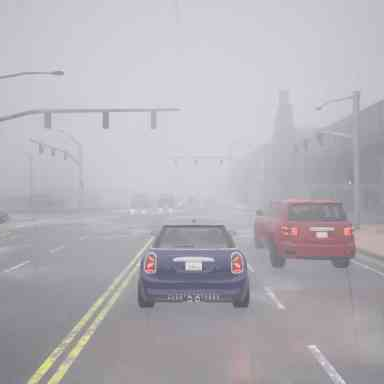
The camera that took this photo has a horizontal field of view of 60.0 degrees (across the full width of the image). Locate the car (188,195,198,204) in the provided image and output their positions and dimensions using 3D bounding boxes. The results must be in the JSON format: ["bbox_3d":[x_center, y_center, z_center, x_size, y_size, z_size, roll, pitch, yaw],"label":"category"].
[{"bbox_3d":[0.211,1.505,64.501,1.837,1.490,4.892,0,0,1],"label":"car"}]

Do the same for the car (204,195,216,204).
[{"bbox_3d":[3.724,1.525,65.579,1.812,1.442,4.674,0,0,1],"label":"car"}]

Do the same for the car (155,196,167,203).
[{"bbox_3d":[-6.708,1.539,72.214,2.033,1.411,5.357,0,0,1],"label":"car"}]

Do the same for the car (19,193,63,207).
[{"bbox_3d":[-21.573,1.153,47.663,4.605,1.855,1.932,0,0,0],"label":"car"}]

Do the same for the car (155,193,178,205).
[{"bbox_3d":[-3.783,1.221,50.607,2.150,2.045,5.566,0,0,1],"label":"car"}]

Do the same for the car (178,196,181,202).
[{"bbox_3d":[-3.548,1.526,60.892,1.812,1.442,4.674,0,0,2],"label":"car"}]

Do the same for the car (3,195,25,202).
[{"bbox_3d":[-39.050,1.364,73.030,3.905,1.438,1.784,0,0,0],"label":"car"}]

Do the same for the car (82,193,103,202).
[{"bbox_3d":[-21.590,1.156,70.181,3.866,1.878,1.905,0,0,0],"label":"car"}]

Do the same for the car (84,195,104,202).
[{"bbox_3d":[-21.583,1.395,73.076,3.806,1.475,1.970,0,0,0],"label":"car"}]

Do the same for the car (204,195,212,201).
[{"bbox_3d":[4.170,1.525,87.756,2.128,1.511,4.902,0,0,1],"label":"car"}]

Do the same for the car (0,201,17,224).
[{"bbox_3d":[-14.947,1.526,22.769,4.674,1.442,1.812,0,0,4],"label":"car"}]

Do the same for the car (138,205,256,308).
[{"bbox_3d":[0.040,1.352,8.092,2.097,1.767,4.553,0,0,0],"label":"car"}]

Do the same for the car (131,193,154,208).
[{"bbox_3d":[-7.321,1.221,48.183,2.150,2.045,5.566,0,0,1],"label":"car"}]

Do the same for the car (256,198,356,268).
[{"bbox_3d":[3.535,1.221,11.433,2.150,2.045,5.566,0,0,2],"label":"car"}]

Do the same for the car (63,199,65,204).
[{"bbox_3d":[-21.523,1.156,50.558,3.866,1.878,1.905,0,0,0],"label":"car"}]

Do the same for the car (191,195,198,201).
[{"bbox_3d":[0.669,1.478,87.748,1.882,1.535,5.008,0,0,1],"label":"car"}]

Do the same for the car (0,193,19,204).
[{"bbox_3d":[-39.110,1.153,70.134,4.605,1.855,1.932,0,0,0],"label":"car"}]
